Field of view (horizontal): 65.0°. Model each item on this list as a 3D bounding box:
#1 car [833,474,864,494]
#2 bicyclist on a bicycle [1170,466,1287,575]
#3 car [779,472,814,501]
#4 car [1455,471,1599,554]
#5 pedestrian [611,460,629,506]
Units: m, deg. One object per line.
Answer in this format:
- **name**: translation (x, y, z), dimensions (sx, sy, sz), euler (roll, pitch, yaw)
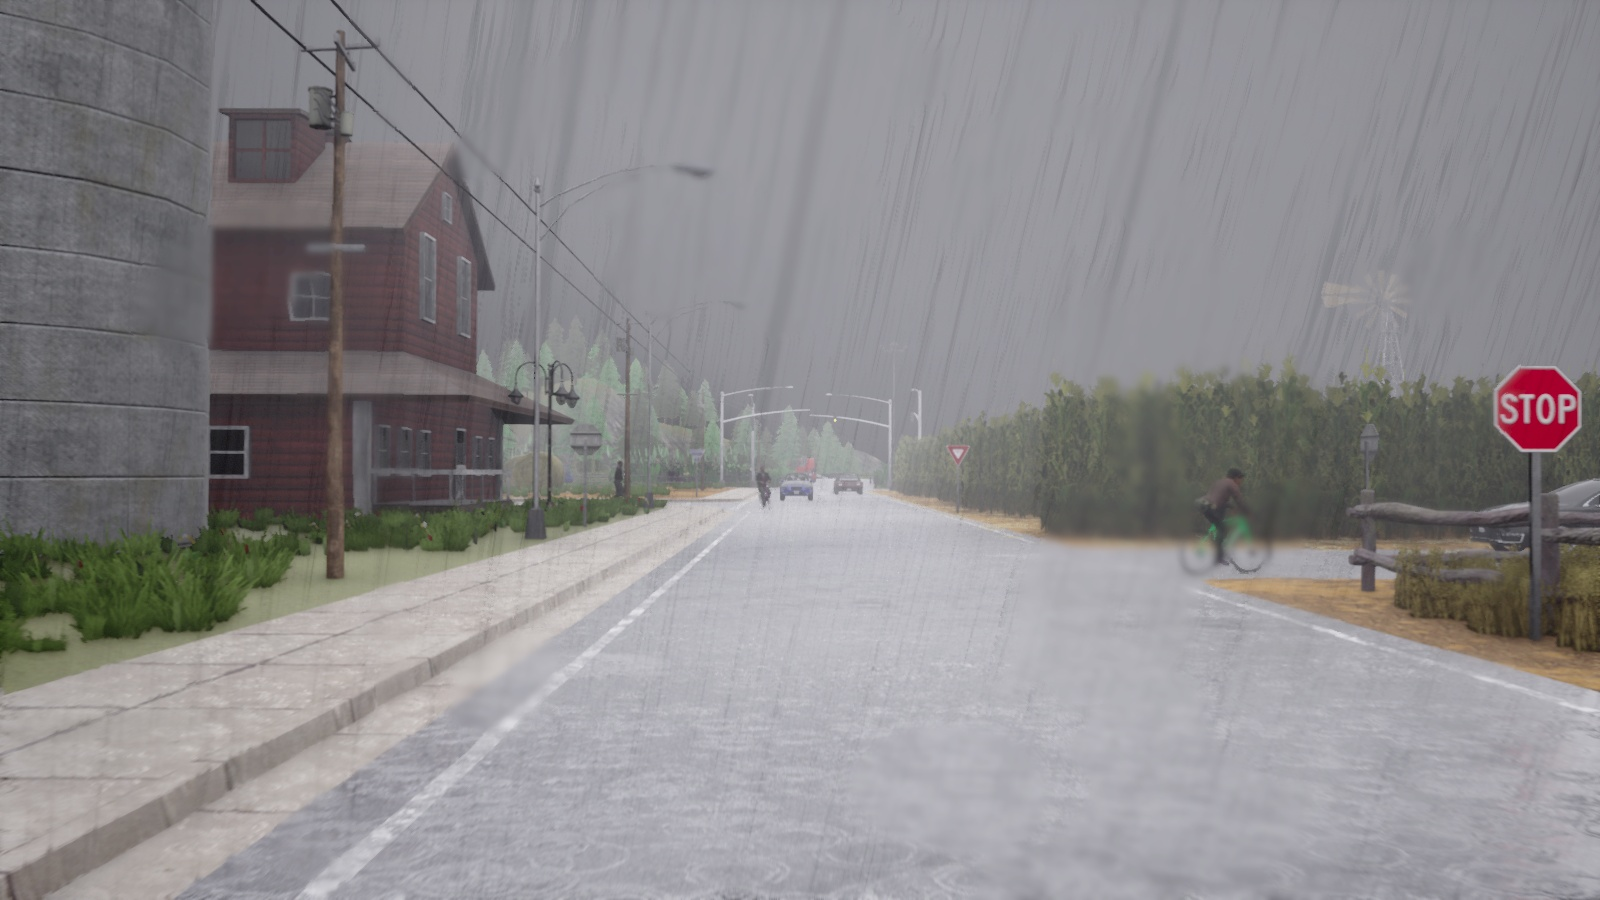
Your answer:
- **car**: translation (3.283, 2.330, 85.763), dimensions (1.895, 1.301, 4.718), euler (0, -1, 0)
- **bicyclist on a bicycle**: translation (6.577, 1.062, 19.274), dimensions (1.656, 1.620, 0.582), euler (0, 1, -19)
- **car**: translation (-0.172, 1.958, 67.831), dimensions (1.816, 1.474, 4.193), euler (0, -1, 0)
- **car**: translation (15.325, 1.154, 23.759), dimensions (4.892, 1.490, 1.837), euler (0, -1, 0)
- **pedestrian**: translation (-7.252, 1.320, 50.518), dimensions (0.720, 1.854, 0.376), euler (0, -1, -8)
